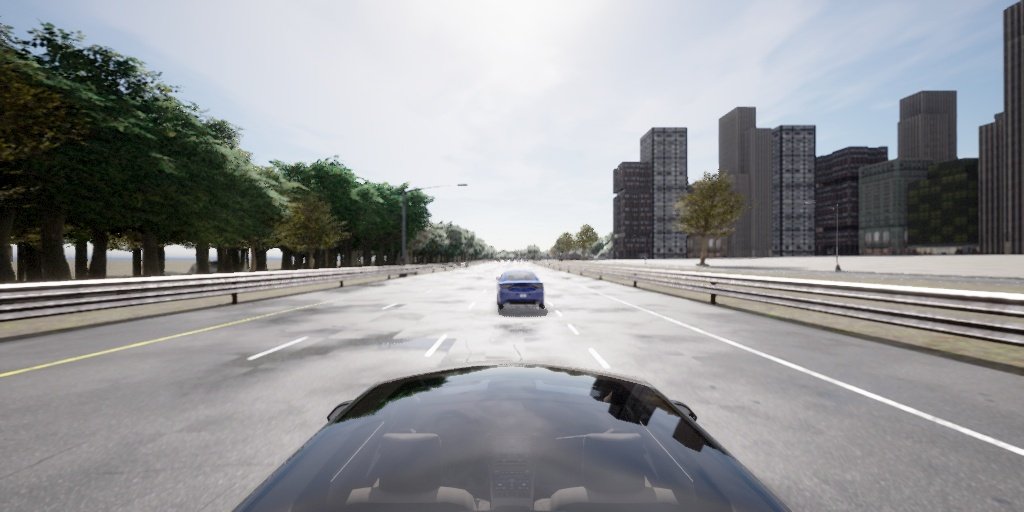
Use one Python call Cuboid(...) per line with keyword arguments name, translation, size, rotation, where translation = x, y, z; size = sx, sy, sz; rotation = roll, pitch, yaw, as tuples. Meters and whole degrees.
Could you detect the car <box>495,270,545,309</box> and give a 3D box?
Cuboid(name="car", translation=(0.294, 1.379, 16.134), size=(1.882, 1.535, 5.008), rotation=(0, 0, -3))
